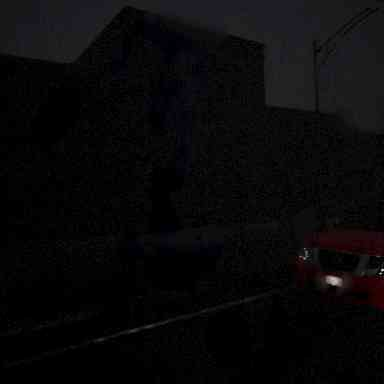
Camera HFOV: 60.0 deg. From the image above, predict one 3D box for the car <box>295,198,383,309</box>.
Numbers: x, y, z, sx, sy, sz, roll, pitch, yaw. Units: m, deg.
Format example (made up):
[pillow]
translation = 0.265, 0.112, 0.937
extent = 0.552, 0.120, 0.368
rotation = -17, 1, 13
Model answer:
[car]
translation = 4.693, 1.159, 7.347
extent = 5.566, 2.045, 2.150
rotation = -1, 0, -36
